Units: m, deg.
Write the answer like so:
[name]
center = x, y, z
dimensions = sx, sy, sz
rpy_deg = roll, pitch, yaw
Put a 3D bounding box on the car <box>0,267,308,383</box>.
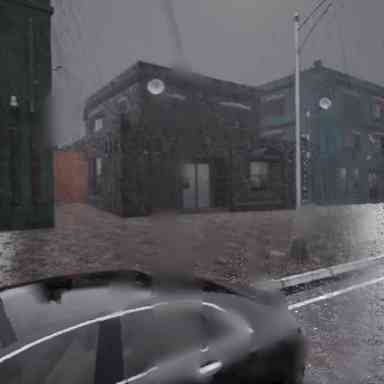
[car]
center = -1.125, 1.505, 2.574
dimensions = 4.892, 1.490, 1.837
rpy_deg = 0, 0, -35
